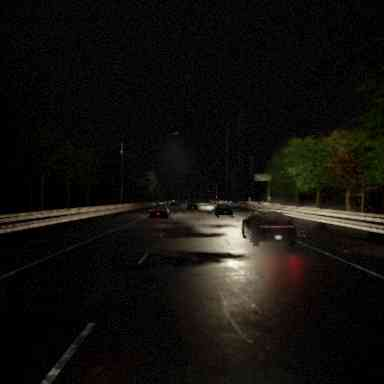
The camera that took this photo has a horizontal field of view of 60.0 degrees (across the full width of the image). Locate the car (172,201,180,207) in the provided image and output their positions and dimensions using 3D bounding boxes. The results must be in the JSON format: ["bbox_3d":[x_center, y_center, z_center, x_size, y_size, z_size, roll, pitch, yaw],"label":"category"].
[{"bbox_3d":[-3.501,2.481,70.126,1.895,1.301,4.718,0,-1,0],"label":"car"}]

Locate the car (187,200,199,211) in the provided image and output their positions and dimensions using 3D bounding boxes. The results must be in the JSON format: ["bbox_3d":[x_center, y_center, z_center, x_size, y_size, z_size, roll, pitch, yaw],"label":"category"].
[{"bbox_3d":[0.099,2.588,60.035,1.812,1.442,4.674,0,-1,0],"label":"car"}]

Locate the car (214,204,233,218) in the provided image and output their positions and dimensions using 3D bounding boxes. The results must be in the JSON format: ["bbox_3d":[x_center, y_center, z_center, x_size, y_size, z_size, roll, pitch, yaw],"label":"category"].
[{"bbox_3d":[3.600,2.102,38.470,1.882,1.535,5.008,0,-1,0],"label":"car"}]

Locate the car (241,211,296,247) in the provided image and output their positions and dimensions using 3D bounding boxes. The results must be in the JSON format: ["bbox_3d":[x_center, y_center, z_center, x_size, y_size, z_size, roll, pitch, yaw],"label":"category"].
[{"bbox_3d":[3.600,1.697,16.278,2.128,1.511,4.902,0,-1,0],"label":"car"}]

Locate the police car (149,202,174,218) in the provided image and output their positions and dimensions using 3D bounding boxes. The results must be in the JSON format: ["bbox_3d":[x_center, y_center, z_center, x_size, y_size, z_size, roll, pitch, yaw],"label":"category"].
[{"bbox_3d":[-3.484,2.152,36.887,2.038,1.542,4.974,0,-1,1],"label":"police car"}]
